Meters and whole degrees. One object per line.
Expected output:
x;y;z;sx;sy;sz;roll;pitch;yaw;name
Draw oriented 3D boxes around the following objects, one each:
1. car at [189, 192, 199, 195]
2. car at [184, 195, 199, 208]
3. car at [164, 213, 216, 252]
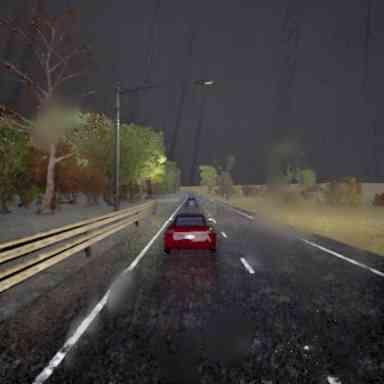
-0.090;1.285;79.566;2.097;1.767;4.553;0;0;0;car
-0.081;1.506;48.534;1.812;1.442;4.674;0;0;0;car
-0.067;1.563;13.803;1.994;1.385;4.181;0;0;0;car
